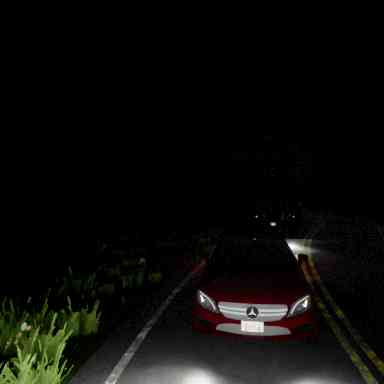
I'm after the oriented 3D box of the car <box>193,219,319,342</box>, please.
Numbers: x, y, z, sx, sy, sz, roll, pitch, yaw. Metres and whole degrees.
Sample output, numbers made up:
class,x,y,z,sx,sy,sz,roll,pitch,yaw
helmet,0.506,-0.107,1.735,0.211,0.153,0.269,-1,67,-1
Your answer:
class,x,y,z,sx,sy,sz,roll,pitch,yaw
car,1.231,1.534,6.725,1.812,1.442,4.674,-1,0,11

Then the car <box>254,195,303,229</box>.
class,x,y,z,sx,sy,sz,roll,pitch,yaw
car,5.017,1.214,18.921,2.150,2.045,5.566,-2,-1,22
